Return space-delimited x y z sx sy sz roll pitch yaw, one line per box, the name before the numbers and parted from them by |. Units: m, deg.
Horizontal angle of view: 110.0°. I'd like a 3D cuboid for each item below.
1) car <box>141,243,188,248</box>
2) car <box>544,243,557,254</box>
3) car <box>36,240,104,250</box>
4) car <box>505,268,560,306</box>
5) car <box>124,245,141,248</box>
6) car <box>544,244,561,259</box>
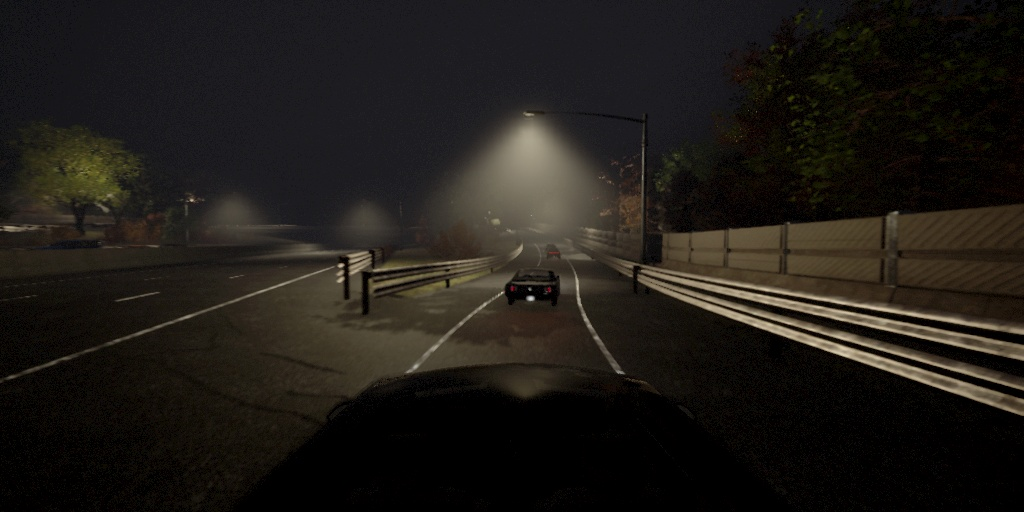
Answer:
car | -36.936 -0.558 38.792 2.097 1.767 4.553 -1 2 -16
car | 6.329 -1.283 59.047 1.837 1.490 4.892 0 5 2
car | -43.157 -0.559 35.162 2.150 2.045 5.566 -1 2 -16
car | 0.998 1.155 14.706 1.895 1.301 4.718 1 1 9
car | -40.548 -0.431 38.678 1.882 1.535 5.008 -1 2 -16
car | 5.644 -0.426 49.022 1.837 1.490 4.892 0 4 4
